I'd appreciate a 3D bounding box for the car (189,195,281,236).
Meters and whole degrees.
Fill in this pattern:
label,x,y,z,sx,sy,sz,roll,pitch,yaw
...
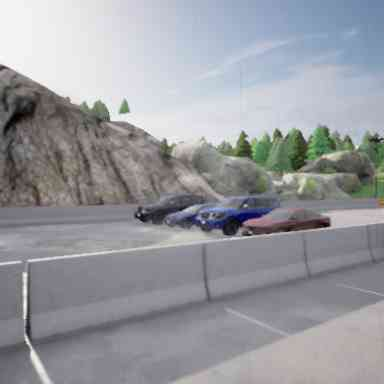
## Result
label,x,y,z,sx,sy,sz,roll,pitch,yaw
car,2.848,1.223,18.804,5.566,2.045,2.150,0,0,-35

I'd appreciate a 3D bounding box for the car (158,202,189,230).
label,x,y,z,sx,sy,sz,roll,pitch,yaw
car,0.474,1.538,21.415,4.674,1.442,1.812,0,0,-35

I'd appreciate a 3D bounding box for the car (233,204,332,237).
label,x,y,z,sx,sy,sz,roll,pitch,yaw
car,4.564,1.491,15.734,5.008,1.535,1.882,0,0,-35

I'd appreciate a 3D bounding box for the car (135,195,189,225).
label,x,y,z,sx,sy,sz,roll,pitch,yaw
car,-1.394,1.223,24.379,5.566,2.045,2.150,0,0,-35
